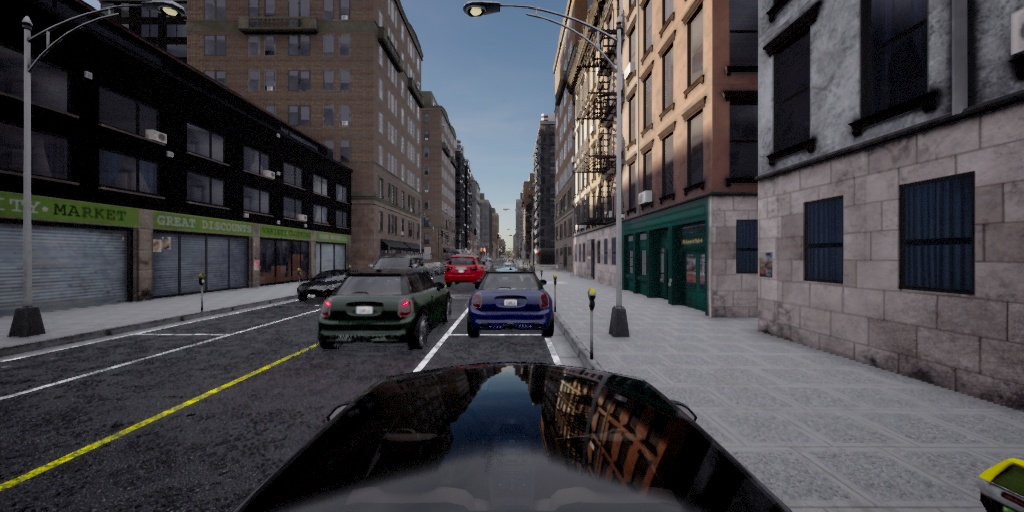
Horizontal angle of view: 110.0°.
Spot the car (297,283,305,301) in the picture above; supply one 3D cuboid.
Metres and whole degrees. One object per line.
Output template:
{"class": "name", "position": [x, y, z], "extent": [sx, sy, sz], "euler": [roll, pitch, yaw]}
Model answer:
{"class": "car", "position": [-8.408, 1.315, 17.218], "extent": [1.948, 1.339, 4.313], "euler": [0, 0, 0]}

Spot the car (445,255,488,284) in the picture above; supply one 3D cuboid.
{"class": "car", "position": [-3.021, 0.972, 23.912], "extent": [2.150, 2.045, 5.566], "euler": [0, 0, 0]}

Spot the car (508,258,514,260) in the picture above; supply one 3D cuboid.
{"class": "car", "position": [-0.383, 1.269, 39.031], "extent": [1.751, 1.417, 4.829], "euler": [0, 0, 0]}

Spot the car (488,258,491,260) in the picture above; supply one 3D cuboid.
{"class": "car", "position": [-2.922, 1.290, 40.171], "extent": [2.033, 1.411, 5.357], "euler": [0, 0, 0]}

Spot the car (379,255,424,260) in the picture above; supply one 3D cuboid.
{"class": "car", "position": [-5.869, 0.971, 18.550], "extent": [2.150, 2.045, 5.566], "euler": [0, 0, 0]}

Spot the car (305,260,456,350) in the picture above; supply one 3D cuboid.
{"class": "car", "position": [-2.922, 1.101, 9.231], "extent": [2.097, 1.767, 4.553], "euler": [0, 0, 0]}

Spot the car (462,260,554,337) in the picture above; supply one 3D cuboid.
{"class": "car", "position": [-0.033, 1.102, 10.470], "extent": [2.097, 1.767, 4.553], "euler": [0, 0, 0]}
